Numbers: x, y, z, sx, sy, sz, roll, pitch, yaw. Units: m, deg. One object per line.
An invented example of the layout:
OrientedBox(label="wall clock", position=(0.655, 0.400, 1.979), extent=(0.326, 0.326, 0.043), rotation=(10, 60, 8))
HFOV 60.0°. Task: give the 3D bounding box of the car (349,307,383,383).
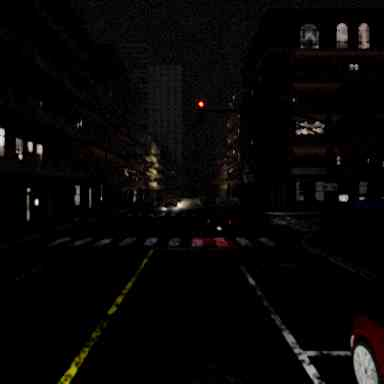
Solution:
OrientedBox(label="car", position=(2.682, 1.541, 2.119), extent=(1.887, 1.381, 4.507), rotation=(0, 0, 0))

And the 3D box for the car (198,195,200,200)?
OrientedBox(label="car", position=(2.614, 1.473, 67.702), extent=(2.008, 1.369, 4.403), rotation=(-1, 0, 0))

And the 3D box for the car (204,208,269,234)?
OrientedBox(label="car", position=(2.702, 1.570, 18.958), extent=(1.895, 1.301, 4.718), rotation=(0, 0, 35))

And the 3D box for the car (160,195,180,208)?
OrientedBox(label="car", position=(-3.141, 1.415, 48.278), extent=(1.882, 1.535, 5.008), rotation=(0, 0, 0))

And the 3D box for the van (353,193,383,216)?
OrientedBox(label="van", position=(15.614, 0.993, 27.703), extent=(3.998, 1.788, 1.690), rotation=(-1, 1, -1))

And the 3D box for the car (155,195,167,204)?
OrientedBox(label="car", position=(-5.762, 1.367, 62.170), extent=(1.967, 1.590, 4.097), rotation=(-1, 0, 0))

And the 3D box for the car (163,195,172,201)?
OrientedBox(label="car", position=(-5.778, 1.442, 78.584), extent=(1.752, 1.417, 4.829), rotation=(-1, 0, 0))

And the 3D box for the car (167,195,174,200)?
OrientedBox(label="car", position=(-5.788, 1.494, 89.811), extent=(1.802, 1.307, 4.206), rotation=(-1, 0, 0))

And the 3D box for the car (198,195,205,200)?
OrientedBox(label="car", position=(2.586, 1.456, 95.342), extent=(1.887, 1.381, 4.507), rotation=(-1, 0, 0))

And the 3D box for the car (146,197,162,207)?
OrientedBox(label="car", position=(-5.749, 1.501, 51.114), extent=(1.947, 1.339, 4.313), rotation=(0, 0, 0))

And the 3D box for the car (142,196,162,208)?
OrientedBox(label="car", position=(-5.743, 1.490, 45.587), extent=(2.008, 1.369, 4.403), rotation=(0, 0, 0))

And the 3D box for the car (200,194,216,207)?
OrientedBox(label="car", position=(2.630, 1.375, 51.118), extent=(1.967, 1.590, 4.097), rotation=(-1, 0, 0))

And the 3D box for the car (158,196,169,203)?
OrientedBox(label="car", position=(-5.766, 1.505, 67.699), extent=(1.802, 1.307, 4.206), rotation=(-1, 0, 0))

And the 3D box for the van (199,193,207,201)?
OrientedBox(label="van", position=(2.601, 1.258, 78.757), extent=(1.690, 1.788, 3.998), rotation=(-1, 0, 0))
